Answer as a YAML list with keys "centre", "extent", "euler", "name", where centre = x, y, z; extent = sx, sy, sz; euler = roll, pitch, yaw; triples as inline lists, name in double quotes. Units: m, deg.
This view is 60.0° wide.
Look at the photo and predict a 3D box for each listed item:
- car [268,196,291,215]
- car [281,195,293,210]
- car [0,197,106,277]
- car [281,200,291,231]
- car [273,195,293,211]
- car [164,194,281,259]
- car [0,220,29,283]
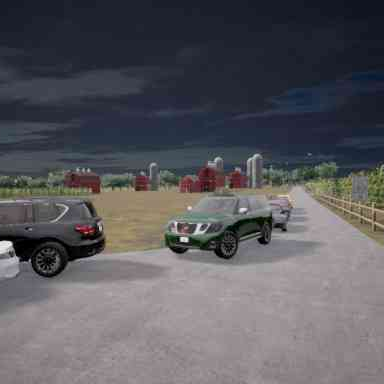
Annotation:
- centre: [8.189, 1.193, 30.772]
  extent: [1.837, 1.490, 4.892]
  euler: [0, 0, 18]
  name: "car"
- centre: [6.266, 1.231, 24.727]
  extent: [1.882, 1.535, 5.008]
  euler: [0, 0, 18]
  name: "car"
- centre: [-5.364, 1.225, 9.595]
  extent: [5.566, 2.045, 2.150]
  euler: [-1, 1, -4]
  name: "car"
- centre: [4.415, 1.377, 18.993]
  extent: [1.994, 1.385, 4.181]
  euler: [0, 0, 17]
  name: "car"
- centre: [10.003, 1.104, 36.475]
  extent: [1.882, 1.535, 5.008]
  euler: [0, 1, 18]
  name: "car"
- centre: [1.298, 1.106, 12.668]
  extent: [2.150, 2.045, 5.566]
  euler: [0, 0, 34]
  name: "car"
- centre: [-6.104, 1.612, 6.679]
  extent: [4.674, 1.442, 1.812]
  euler: [-2, 2, -38]
  name: "car"
